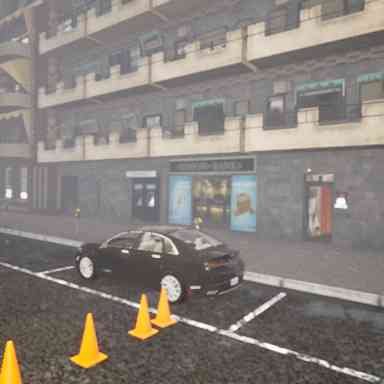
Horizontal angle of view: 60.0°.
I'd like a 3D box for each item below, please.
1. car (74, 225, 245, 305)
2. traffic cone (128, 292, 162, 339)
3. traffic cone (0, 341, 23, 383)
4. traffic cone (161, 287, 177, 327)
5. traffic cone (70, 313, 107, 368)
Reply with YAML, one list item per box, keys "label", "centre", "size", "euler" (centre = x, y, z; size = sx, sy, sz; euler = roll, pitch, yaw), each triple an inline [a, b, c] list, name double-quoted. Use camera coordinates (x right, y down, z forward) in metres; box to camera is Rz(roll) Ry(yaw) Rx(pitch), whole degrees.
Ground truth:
- label: "car"
  centre: [-0.943, 1.446, 7.716]
  size: [4.403, 1.369, 2.008]
  euler: [1, 1, 36]
- label: "traffic cone"
  centre: [-0.753, 1.884, 5.151]
  size: [0.340, 0.580, 0.340]
  euler: [1, 1, 36]
- label: "traffic cone"
  centre: [-1.929, 1.882, 3.533]
  size: [0.340, 0.580, 0.340]
  euler: [1, 1, 36]
- label: "traffic cone"
  centre: [-0.481, 1.884, 5.576]
  size: [0.340, 0.580, 0.340]
  euler: [2, 1, 43]
- label: "traffic cone"
  centre: [-1.341, 1.883, 4.343]
  size: [0.340, 0.580, 0.340]
  euler: [1, 1, 36]
